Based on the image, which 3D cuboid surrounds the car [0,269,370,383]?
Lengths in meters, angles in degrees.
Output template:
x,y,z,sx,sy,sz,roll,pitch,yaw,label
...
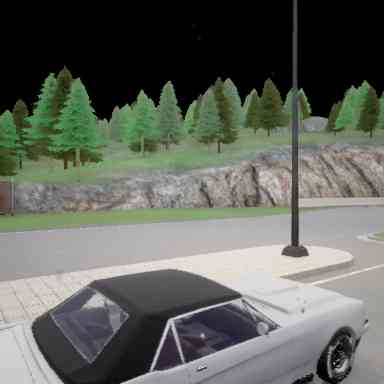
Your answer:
x,y,z,sx,sy,sz,roll,pitch,yaw,label
-0.022,1.601,3.730,4.718,1.301,1.895,0,0,-36,car
